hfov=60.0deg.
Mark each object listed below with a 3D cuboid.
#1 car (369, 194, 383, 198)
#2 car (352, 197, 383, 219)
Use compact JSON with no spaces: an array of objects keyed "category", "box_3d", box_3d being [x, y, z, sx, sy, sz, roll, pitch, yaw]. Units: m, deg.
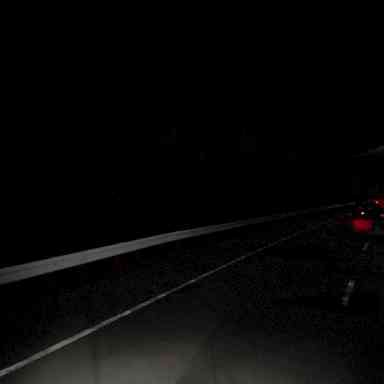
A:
[{"category":"car","box_3d":[21.435,1.221,38.069,2.150,2.045,5.566,0,0,35]},{"category":"car","box_3d":[15.522,1.504,29.542,1.837,1.490,4.892,0,0,35]}]
